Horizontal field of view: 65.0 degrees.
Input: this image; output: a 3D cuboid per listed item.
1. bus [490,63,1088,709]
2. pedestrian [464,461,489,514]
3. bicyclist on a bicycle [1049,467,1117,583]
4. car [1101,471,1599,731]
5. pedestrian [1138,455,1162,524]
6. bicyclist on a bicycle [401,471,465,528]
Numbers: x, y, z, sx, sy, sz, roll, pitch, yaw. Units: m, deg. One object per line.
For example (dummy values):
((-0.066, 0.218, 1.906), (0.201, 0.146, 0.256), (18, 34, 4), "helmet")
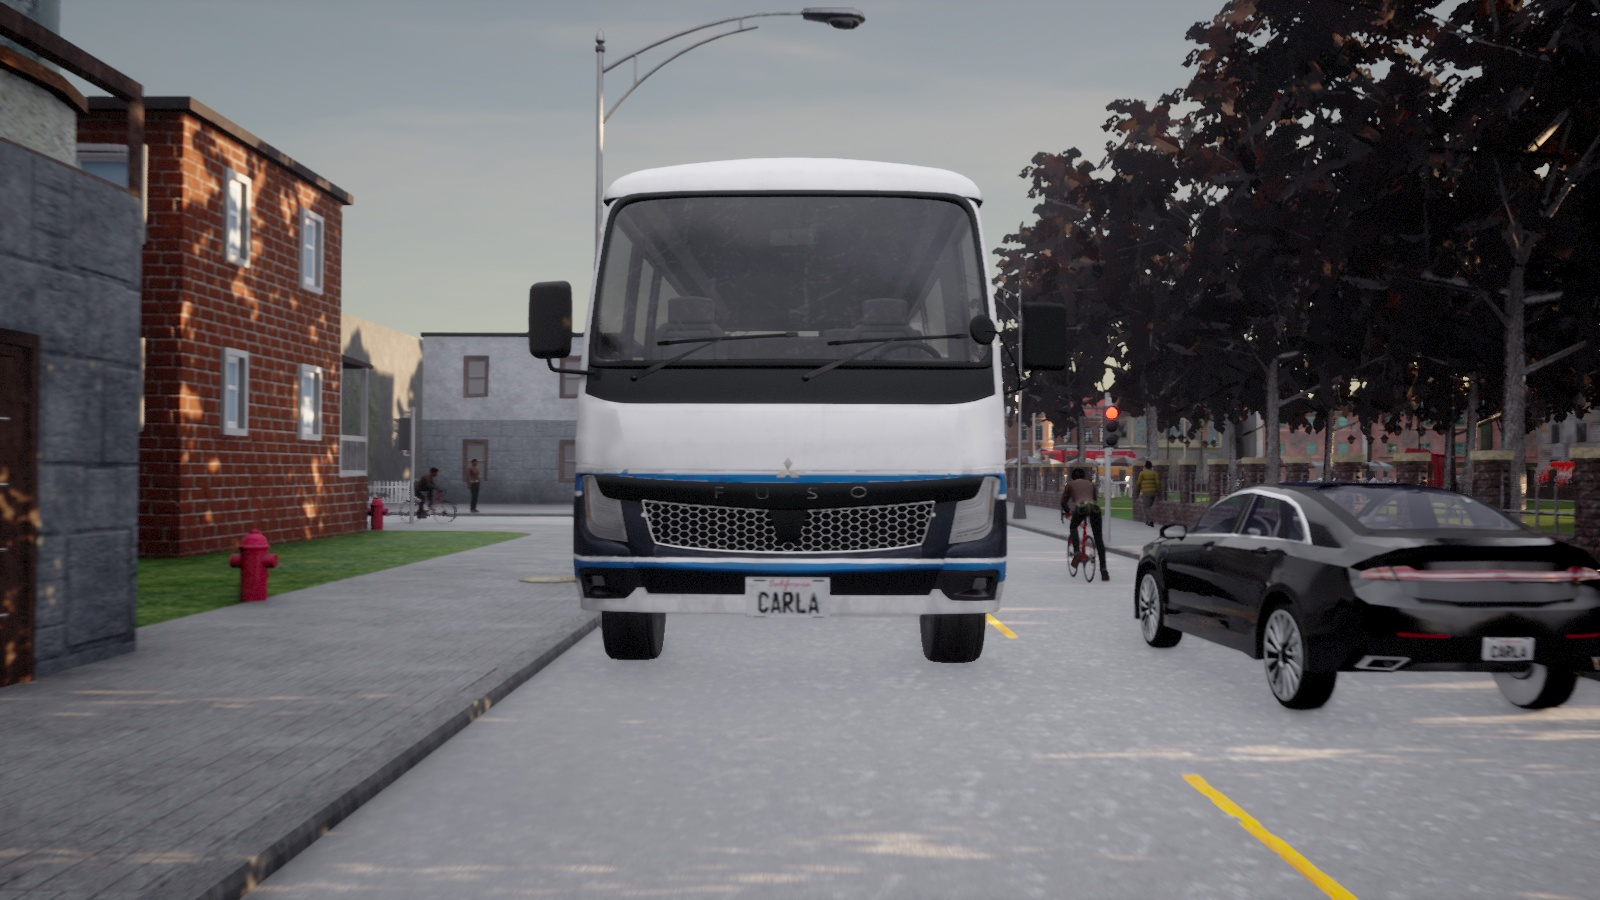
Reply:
((0.020, -0.337, 13.444), (3.944, 4.253, 10.273), (0, -1, 1), "bus")
((-11.046, 1.281, 42.865), (0.869, 1.805, 0.328), (-1, -1, 30), "pedestrian")
((4.114, 1.061, 18.378), (0.582, 1.620, 1.656), (0, -1, -1), "bicyclist on a bicycle")
((4.071, 0.922, 9.825), (2.128, 1.511, 4.902), (0, -1, -2), "car")
((9.433, 1.060, 33.872), (0.431, 1.840, 0.709), (0, -1, 0), "pedestrian")
((-10.532, 1.408, 36.072), (1.656, 1.620, 0.582), (0, -1, 0), "bicyclist on a bicycle")
